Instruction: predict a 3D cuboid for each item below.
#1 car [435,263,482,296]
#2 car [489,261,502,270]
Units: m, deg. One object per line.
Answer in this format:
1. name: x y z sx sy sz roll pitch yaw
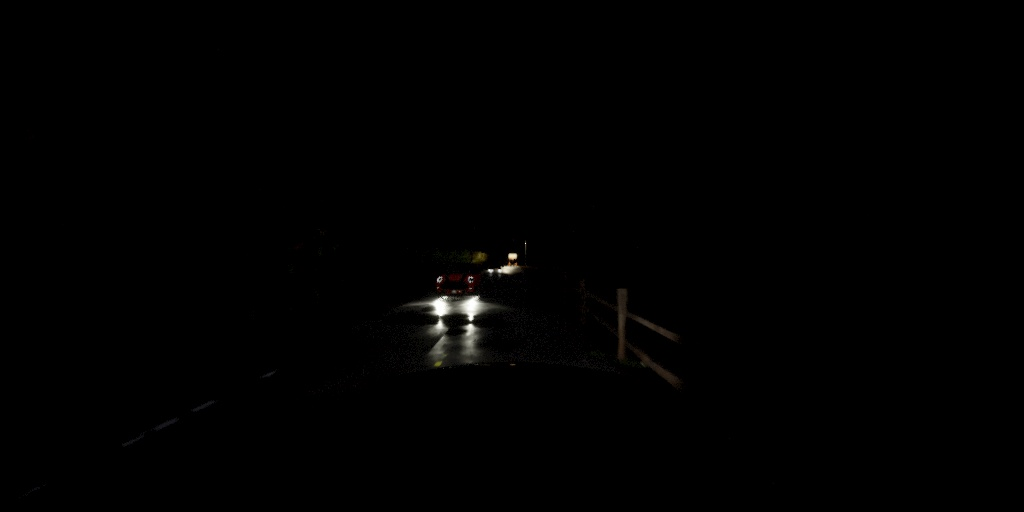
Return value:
1. car: -2.854 1.190 19.933 2.097 1.767 4.553 0 0 0
2. car: -2.796 1.640 61.602 1.837 1.490 4.892 0 0 0
